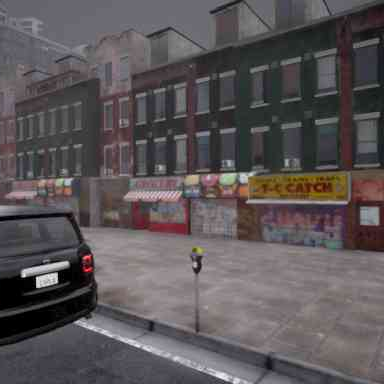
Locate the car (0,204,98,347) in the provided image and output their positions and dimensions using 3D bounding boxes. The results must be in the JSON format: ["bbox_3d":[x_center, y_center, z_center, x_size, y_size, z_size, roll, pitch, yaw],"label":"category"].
[{"bbox_3d":[-4.044,1.227,5.828,5.566,2.045,2.150,0,0,35],"label":"car"}]
